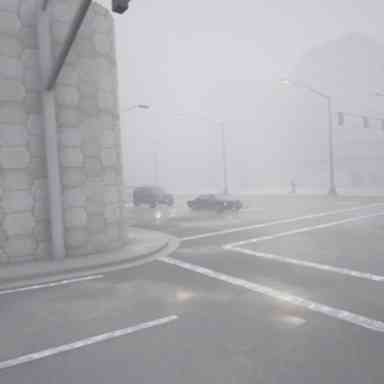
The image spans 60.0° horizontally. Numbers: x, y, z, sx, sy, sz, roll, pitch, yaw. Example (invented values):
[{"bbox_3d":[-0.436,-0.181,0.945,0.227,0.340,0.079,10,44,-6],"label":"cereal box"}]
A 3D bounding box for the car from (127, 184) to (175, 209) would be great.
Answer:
[{"bbox_3d":[-3.924,0.454,32.817,2.150,2.045,5.566,-5,3,-35],"label":"car"}]

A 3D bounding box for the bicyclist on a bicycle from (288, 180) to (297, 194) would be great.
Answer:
[{"bbox_3d":[11.817,-0.538,39.063,1.656,1.620,0.582,-5,3,-35],"label":"bicyclist on a bicycle"}]

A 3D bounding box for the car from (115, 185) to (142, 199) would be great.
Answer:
[{"bbox_3d":[-10.534,-0.021,54.550,2.150,2.045,5.566,-5,3,-35],"label":"car"}]

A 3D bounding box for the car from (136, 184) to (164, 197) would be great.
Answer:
[{"bbox_3d":[-7.131,-0.248,55.789,2.150,2.045,5.566,-5,3,-35],"label":"car"}]

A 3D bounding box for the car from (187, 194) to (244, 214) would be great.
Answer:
[{"bbox_3d":[1.660,0.835,24.993,1.895,1.301,4.718,-5,3,-35],"label":"car"}]

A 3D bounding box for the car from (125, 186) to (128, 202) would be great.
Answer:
[{"bbox_3d":[-9.788,0.580,41.112,2.097,1.767,4.553,-5,3,-35],"label":"car"}]
